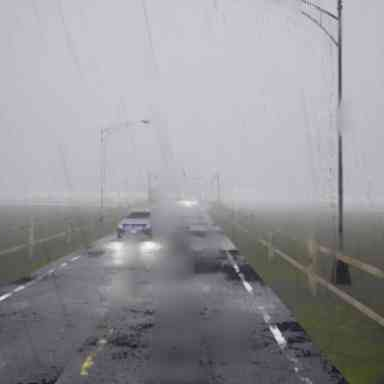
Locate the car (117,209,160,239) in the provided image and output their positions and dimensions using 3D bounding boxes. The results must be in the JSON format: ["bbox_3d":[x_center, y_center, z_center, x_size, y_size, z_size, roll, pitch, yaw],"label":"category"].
[{"bbox_3d":[-2.835,1.683,18.363,1.812,1.442,4.674,0,-1,0],"label":"car"}]
